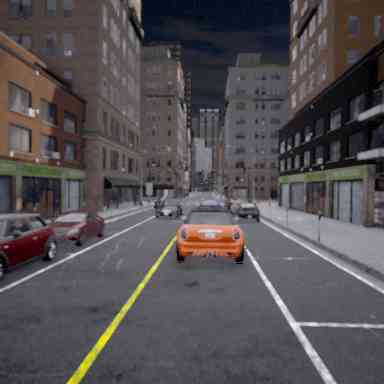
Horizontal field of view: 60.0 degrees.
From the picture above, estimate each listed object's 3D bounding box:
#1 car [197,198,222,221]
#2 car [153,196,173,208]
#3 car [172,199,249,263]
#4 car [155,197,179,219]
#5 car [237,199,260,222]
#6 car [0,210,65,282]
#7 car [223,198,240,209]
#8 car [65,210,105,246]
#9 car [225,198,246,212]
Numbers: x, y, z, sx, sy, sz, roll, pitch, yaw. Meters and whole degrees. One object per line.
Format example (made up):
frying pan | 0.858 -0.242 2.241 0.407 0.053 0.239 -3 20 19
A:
car | 1.438 1.342 27.523 1.882 1.535 5.008 1 1 3
car | -3.590 1.276 42.305 1.887 1.381 4.507 0 0 3
car | 0.645 1.294 11.933 2.097 1.767 4.553 1 0 3
car | -1.777 1.329 27.039 2.128 1.511 4.902 1 0 3
car | 4.085 1.453 25.136 2.008 1.369 4.403 0 0 3
car | -5.300 1.344 8.834 1.967 1.590 4.097 0 0 3
car | 4.944 1.395 41.871 1.802 1.307 4.206 0 0 3
car | -5.014 1.459 14.414 1.802 1.307 4.206 0 0 3
car | 4.658 1.409 36.293 1.947 1.339 4.313 0 0 3
